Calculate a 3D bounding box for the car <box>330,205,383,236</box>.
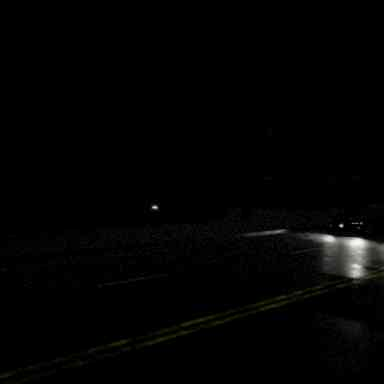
[{"bbox_3d":[9.657,1.493,18.490,4.892,1.490,1.837,0,0,-35],"label":"car"}]
